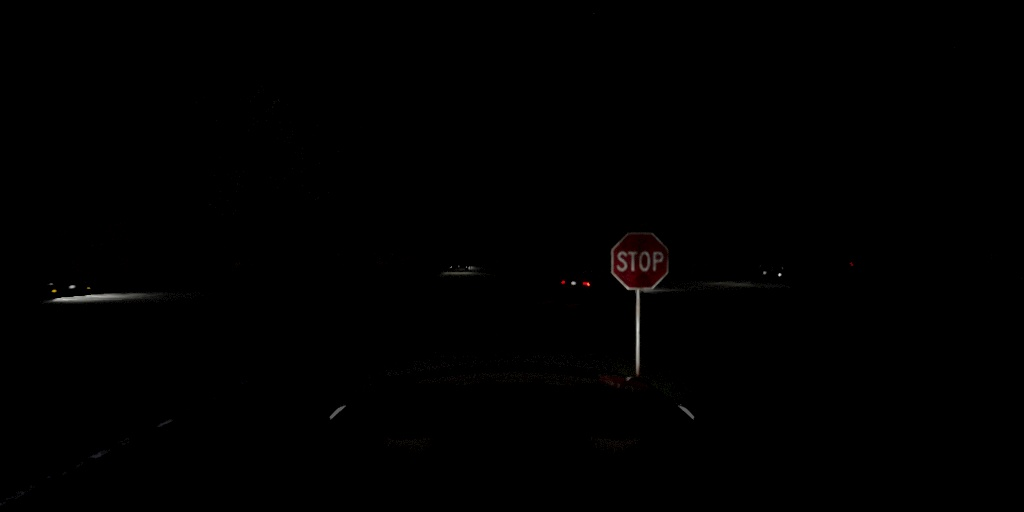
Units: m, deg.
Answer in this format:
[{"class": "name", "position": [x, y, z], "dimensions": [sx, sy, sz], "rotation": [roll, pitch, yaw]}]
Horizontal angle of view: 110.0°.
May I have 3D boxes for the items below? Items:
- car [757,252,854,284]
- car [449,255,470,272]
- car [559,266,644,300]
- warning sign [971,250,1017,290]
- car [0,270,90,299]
[{"class": "car", "position": [19.438, 0.734, 23.847], "dimensions": [5.566, 2.045, 2.150], "rotation": [0, 0, -4]}, {"class": "car", "position": [-6.505, 0.843, 44.413], "dimensions": [2.150, 2.045, 5.566], "rotation": [0, 0, -6]}, {"class": "car", "position": [4.514, 1.207, 17.233], "dimensions": [5.357, 1.411, 2.033], "rotation": [-1, 0, -43]}, {"class": "warning sign", "position": [22.744, 0.646, 16.913], "dimensions": [1.060, 1.860, 1.300], "rotation": [0, 0, -4]}, {"class": "car", "position": [-24.377, 1.406, 18.214], "dimensions": [4.181, 1.385, 1.994], "rotation": [0, 0, -1]}]
